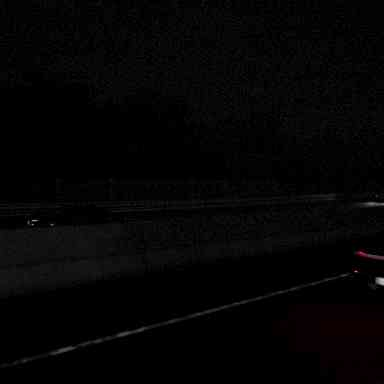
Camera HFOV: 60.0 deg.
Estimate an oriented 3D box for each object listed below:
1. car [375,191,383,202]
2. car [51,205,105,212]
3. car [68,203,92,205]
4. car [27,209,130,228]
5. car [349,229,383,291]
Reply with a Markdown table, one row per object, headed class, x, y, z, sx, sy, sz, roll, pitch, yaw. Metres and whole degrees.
| class | x | y | z | sx | sy | sz | roll | pitch | yaw |
| --- | --- | --- | --- | --- | --- | --- | --- | --- | --- |
| car | 28.209 | 0.560 | 47.668 | 4.553 | 1.767 | 2.097 | -2 | 1 | -36 |
| car | -5.494 | 1.548 | 17.231 | 4.181 | 1.385 | 1.994 | 0 | 0 | -35 |
| car | -7.278 | 1.487 | 20.258 | 4.892 | 1.490 | 1.837 | 0 | 0 | -35 |
| car | -4.352 | 1.590 | 13.760 | 4.718 | 1.301 | 1.895 | 0 | 0 | -35 |
| car | 5.599 | 1.463 | 7.674 | 4.902 | 1.511 | 2.128 | 0 | 0 | -35 |
